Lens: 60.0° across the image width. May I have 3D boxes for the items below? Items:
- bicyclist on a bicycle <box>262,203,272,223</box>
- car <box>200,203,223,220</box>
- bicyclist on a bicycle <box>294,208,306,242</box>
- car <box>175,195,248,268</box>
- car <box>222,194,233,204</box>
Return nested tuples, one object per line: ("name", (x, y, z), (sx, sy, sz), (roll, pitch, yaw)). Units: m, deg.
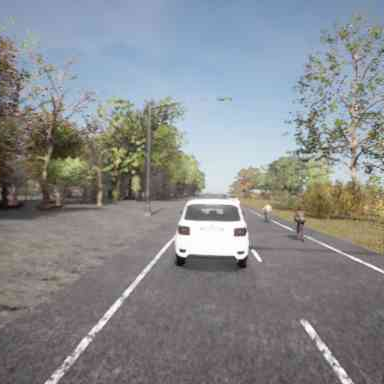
("bicyclist on a bicycle", (5.930, 1.620, 26.087), (0.866, 1.612, 1.509), (1, 0, 3))
("car", (1.778, 1.703, 30.268), (1.895, 1.301, 4.718), (1, 0, 3))
("bicyclist on a bicycle", (5.345, 1.603, 16.485), (0.582, 1.620, 1.656), (1, 0, 3))
("car", (0.698, 1.261, 11.749), (2.150, 2.045, 5.566), (1, 0, 3))
("car", (7.741, 1.551, 73.559), (2.150, 2.045, 5.566), (1, 0, 3))
